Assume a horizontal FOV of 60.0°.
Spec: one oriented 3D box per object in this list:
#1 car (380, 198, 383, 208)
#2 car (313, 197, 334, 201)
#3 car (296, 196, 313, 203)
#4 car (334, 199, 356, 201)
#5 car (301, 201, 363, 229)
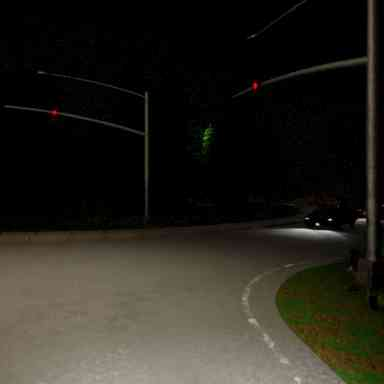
[{"bbox_3d":[18.659,1.325,32.038,2.097,1.767,4.553,0,0,17],"label":"car"},{"bbox_3d":[16.655,1.451,40.486,1.882,1.535,5.008,0,0,8],"label":"car"},{"bbox_3d":[19.574,1.451,56.101,1.882,1.535,5.008,0,-1,-16],"label":"car"},{"bbox_3d":[14.341,1.478,30.425,1.837,1.490,4.892,0,0,20],"label":"car"},{"bbox_3d":[9.168,1.521,21.629,2.033,1.411,5.357,0,0,41],"label":"car"}]
